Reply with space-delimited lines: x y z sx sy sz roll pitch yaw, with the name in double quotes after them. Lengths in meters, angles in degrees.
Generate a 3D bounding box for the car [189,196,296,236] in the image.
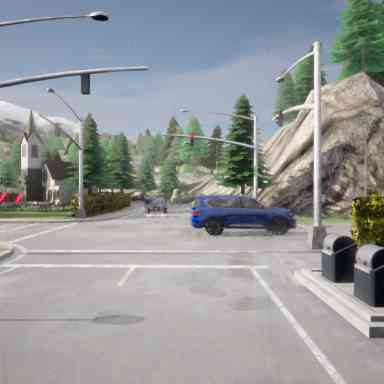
2.635 1.221 17.851 5.566 2.045 2.150 0 0 -1 "car"

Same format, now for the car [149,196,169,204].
-6.488 1.547 64.656 2.033 1.411 5.357 0 0 -27 "car"

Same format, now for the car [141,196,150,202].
-6.637 1.505 54.848 1.837 1.490 4.892 0 0 -18 "car"

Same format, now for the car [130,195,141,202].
-12.355 1.433 73.210 5.008 1.535 1.882 0 0 42 "car"

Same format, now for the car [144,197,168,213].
-3.762 1.564 36.484 1.994 1.385 4.181 0 0 -2 "car"
